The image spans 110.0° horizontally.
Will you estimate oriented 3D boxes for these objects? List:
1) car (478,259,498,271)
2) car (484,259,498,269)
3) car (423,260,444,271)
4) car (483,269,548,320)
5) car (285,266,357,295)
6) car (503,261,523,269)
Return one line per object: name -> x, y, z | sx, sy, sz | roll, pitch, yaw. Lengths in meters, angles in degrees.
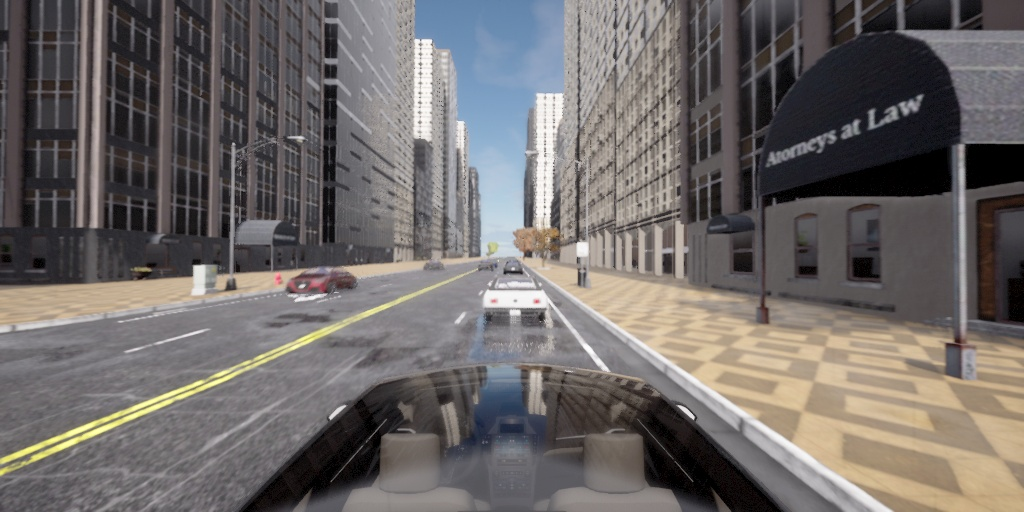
car -> -3.228, 1.121, 45.299 | 2.128, 1.511, 4.902 | 0, 0, 0
car -> -3.224, 1.170, 55.722 | 1.994, 1.385, 4.181 | 0, 0, 0
car -> -9.785, 1.159, 45.056 | 1.994, 1.385, 4.181 | 0, 0, 1
car -> 0.105, 1.319, 12.454 | 1.895, 1.301, 4.718 | 0, 0, 0
car -> -9.837, 1.215, 18.817 | 1.994, 1.385, 4.181 | 0, 0, 0
car -> 0.118, 1.228, 37.473 | 1.994, 1.385, 4.181 | 0, 0, 0
